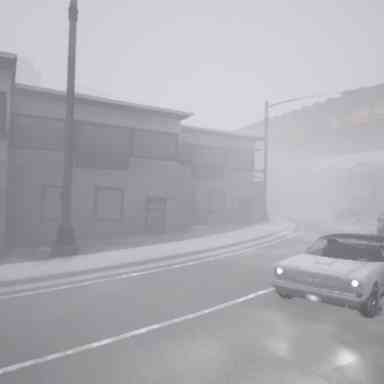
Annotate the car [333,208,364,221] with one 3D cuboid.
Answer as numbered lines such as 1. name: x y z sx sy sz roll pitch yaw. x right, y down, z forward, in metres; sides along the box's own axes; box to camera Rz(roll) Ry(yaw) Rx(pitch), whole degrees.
1. car: 18.868 2.659 40.288 1.837 1.490 4.892 1 -2 -3

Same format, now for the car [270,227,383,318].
1. car: 3.750 1.723 7.949 1.895 1.301 4.718 0 -1 41

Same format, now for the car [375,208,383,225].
1. car: 18.285 2.244 29.569 2.128 1.511 4.902 1 -2 10

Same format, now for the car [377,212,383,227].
1. car: 10.830 1.787 17.324 1.882 1.535 5.008 1 -1 27
